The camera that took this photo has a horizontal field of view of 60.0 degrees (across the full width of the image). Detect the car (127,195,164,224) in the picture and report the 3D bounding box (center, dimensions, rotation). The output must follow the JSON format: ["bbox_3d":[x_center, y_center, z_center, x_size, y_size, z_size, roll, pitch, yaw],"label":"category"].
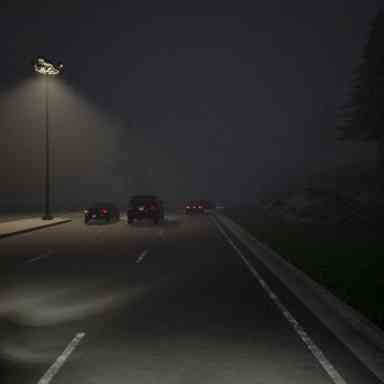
[{"bbox_3d":[-3.397,1.222,24.967,2.150,2.045,5.566,0,0,0],"label":"car"}]

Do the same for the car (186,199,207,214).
[{"bbox_3d":[0.321,1.547,35.010,2.033,1.411,5.357,0,0,2],"label":"car"}]

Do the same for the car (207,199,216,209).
[{"bbox_3d":[1.897,1.564,44.331,1.994,1.385,4.181,0,0,14],"label":"car"}]

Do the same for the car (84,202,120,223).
[{"bbox_3d":[-6.895,1.525,25.757,1.812,1.442,4.674,0,0,0],"label":"car"}]
